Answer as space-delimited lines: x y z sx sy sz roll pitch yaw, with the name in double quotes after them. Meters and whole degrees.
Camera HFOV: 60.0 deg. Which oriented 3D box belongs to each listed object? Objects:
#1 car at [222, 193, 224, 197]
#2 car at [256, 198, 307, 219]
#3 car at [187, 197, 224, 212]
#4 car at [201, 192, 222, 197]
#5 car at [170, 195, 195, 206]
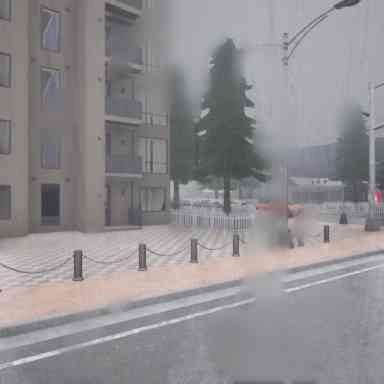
7.454 1.092 94.739 1.905 1.878 3.866 0 0 -37 "car"
7.869 1.367 29.606 2.097 1.767 4.553 0 0 -37 "car"
1.823 1.579 37.593 1.994 1.385 4.181 0 0 -37 "car"
5.368 1.113 92.674 1.932 1.855 4.605 0 0 -37 "car"
-2.316 1.562 49.141 2.033 1.411 5.357 0 0 -37 "car"
